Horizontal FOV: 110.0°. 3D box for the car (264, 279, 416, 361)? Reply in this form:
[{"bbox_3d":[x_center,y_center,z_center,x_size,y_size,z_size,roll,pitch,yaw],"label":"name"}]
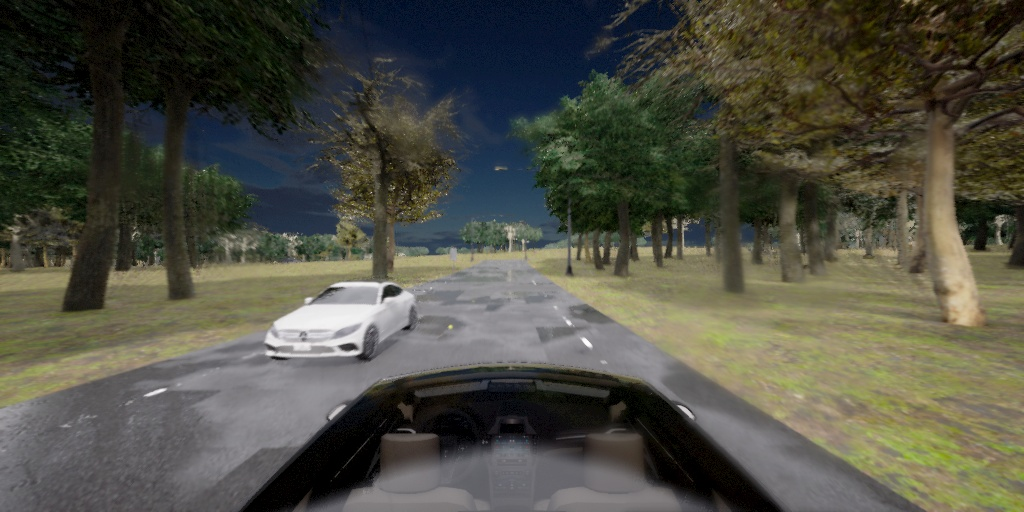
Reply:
[{"bbox_3d":[-3.602,1.310,8.490,1.812,1.442,4.674,0,0,0],"label":"car"}]
